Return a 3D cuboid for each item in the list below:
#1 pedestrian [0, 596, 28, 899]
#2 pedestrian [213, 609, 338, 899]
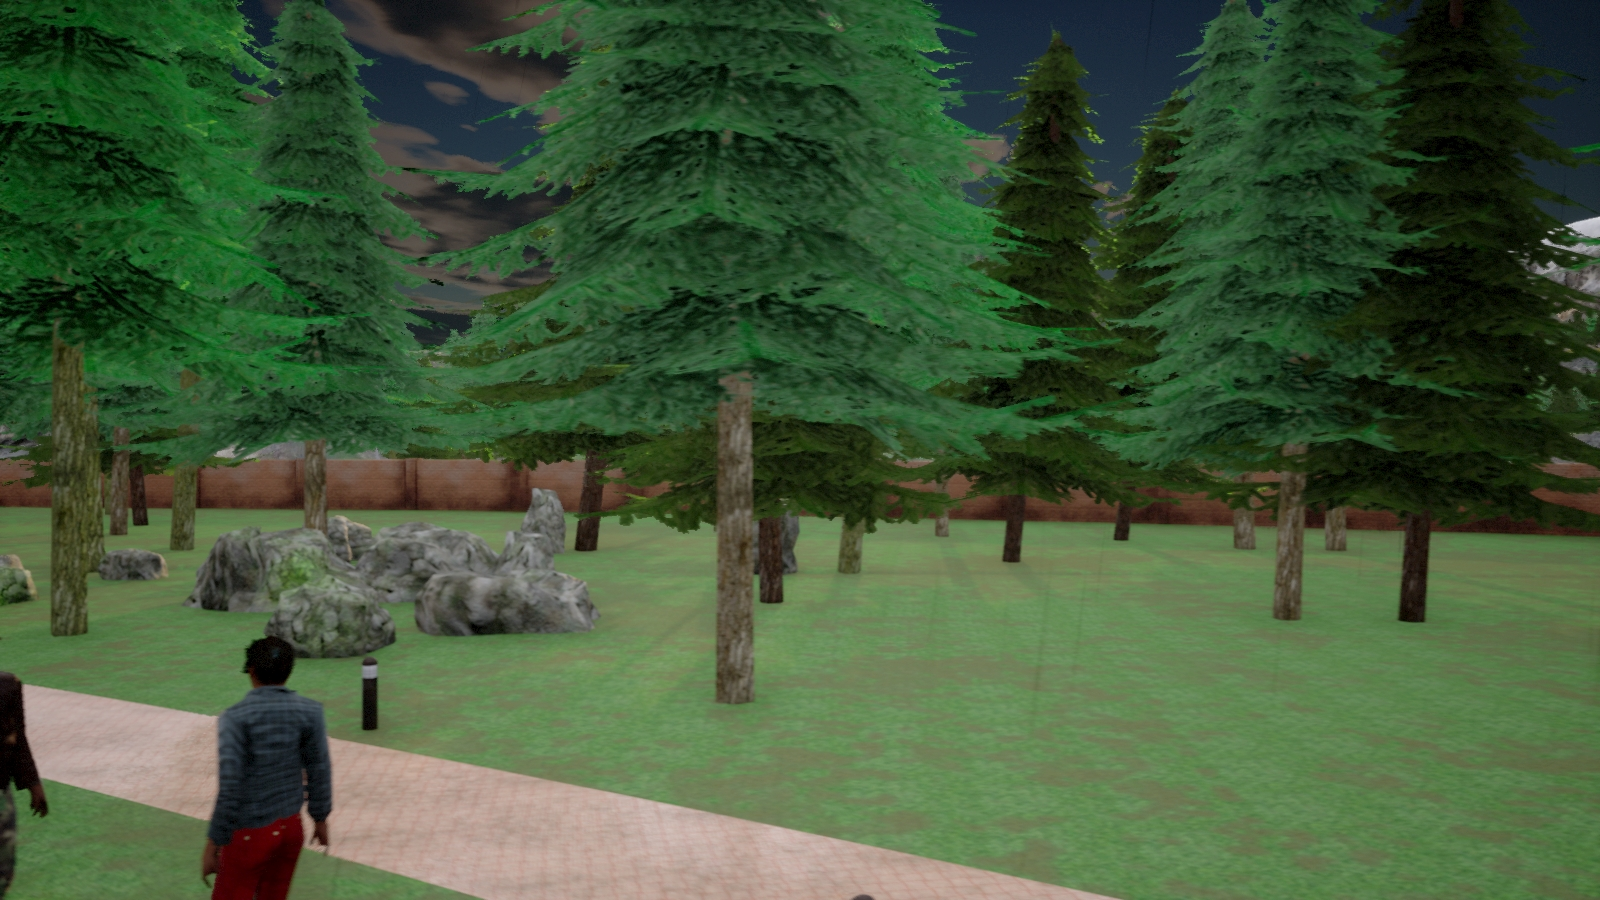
[{"bbox_3d":[-4.040,1.664,5.537,0.375,1.860,0.375,0,0,32],"label":"pedestrian"},{"bbox_3d":[-2.302,1.666,5.014,0.375,1.860,0.375,0,0,41],"label":"pedestrian"}]
